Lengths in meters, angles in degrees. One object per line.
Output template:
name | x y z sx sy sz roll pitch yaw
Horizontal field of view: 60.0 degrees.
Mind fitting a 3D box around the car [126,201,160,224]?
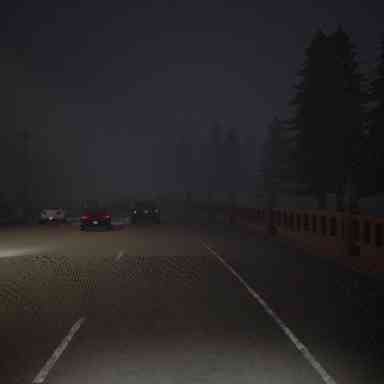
car | -3.926 1.531 26.735 2.097 1.767 4.553 0 0 -15

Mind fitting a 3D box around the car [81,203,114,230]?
car | -6.410 1.697 22.513 1.812 1.442 4.674 0 0 -13

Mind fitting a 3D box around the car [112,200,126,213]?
car | -9.076 1.773 41.413 1.882 1.535 5.008 0 0 -23

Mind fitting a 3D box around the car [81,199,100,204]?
car | -11.664 1.648 38.533 2.097 1.767 4.553 0 0 -22

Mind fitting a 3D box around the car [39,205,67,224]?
car | -11.341 1.757 27.372 1.812 1.442 4.674 0 0 -17
